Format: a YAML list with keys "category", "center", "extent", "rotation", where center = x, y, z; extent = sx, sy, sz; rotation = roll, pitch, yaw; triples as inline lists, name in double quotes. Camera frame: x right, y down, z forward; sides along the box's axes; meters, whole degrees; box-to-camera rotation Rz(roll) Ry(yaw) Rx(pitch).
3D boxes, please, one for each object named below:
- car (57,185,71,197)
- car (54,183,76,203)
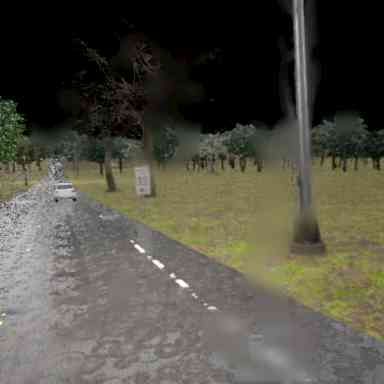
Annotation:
- category: "car"
  center: [-18.689, -0.142, 48.465]
  extent: [1.812, 1.442, 4.674]
  rotation: [-4, 4, -21]
- category: "car"
  center: [-14.518, 0.017, 38.068]
  extent: [2.150, 2.045, 5.566]
  rotation: [-4, 4, -21]
